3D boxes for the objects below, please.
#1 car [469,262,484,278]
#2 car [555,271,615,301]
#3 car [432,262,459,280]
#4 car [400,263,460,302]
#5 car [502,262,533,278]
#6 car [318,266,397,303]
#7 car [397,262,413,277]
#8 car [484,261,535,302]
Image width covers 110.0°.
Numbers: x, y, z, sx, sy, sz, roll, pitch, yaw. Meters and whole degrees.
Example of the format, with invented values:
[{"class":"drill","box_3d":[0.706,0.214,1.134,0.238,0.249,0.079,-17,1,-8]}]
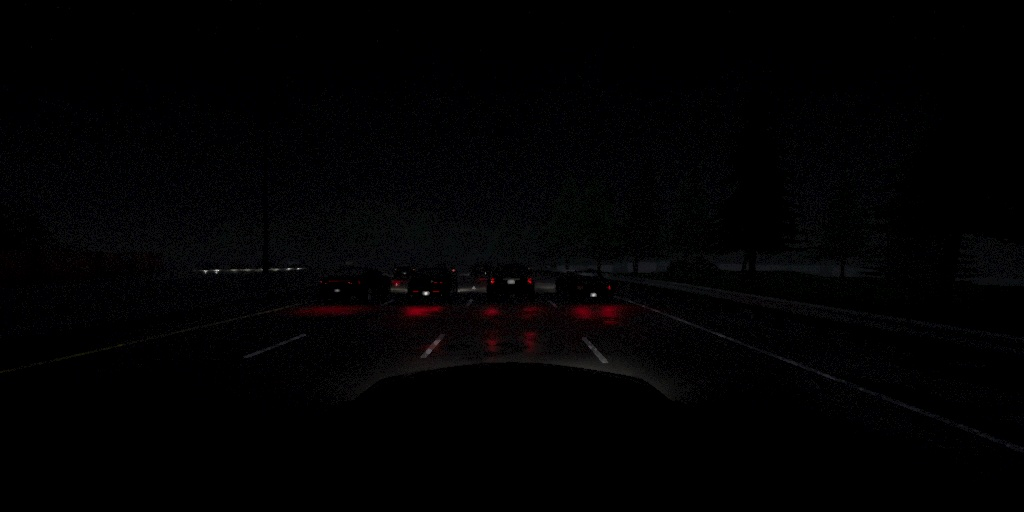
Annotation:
[{"class":"car","box_3d":[-2.930,1.267,34.441,1.837,1.490,4.892,0,0,-15]},{"class":"car","box_3d":[3.341,1.367,17.457,1.895,1.301,4.718,0,0,-3]},{"class":"car","box_3d":[-6.312,1.314,33.538,2.033,1.411,5.357,0,0,-15]},{"class":"car","box_3d":[-3.645,1.267,17.014,1.837,1.490,4.892,0,0,-3]},{"class":"car","box_3d":[0.451,1.323,35.345,1.994,1.385,4.181,0,0,-15]},{"class":"car","box_3d":[-7.139,1.235,16.807,1.882,1.535,5.008,0,0,-3]},{"class":"car","box_3d":[-9.693,1.283,32.635,1.812,1.442,4.674,0,0,-15]},{"class":"car","box_3d":[-0.149,1.116,17.191,2.097,1.767,4.553,0,0,-3]}]
